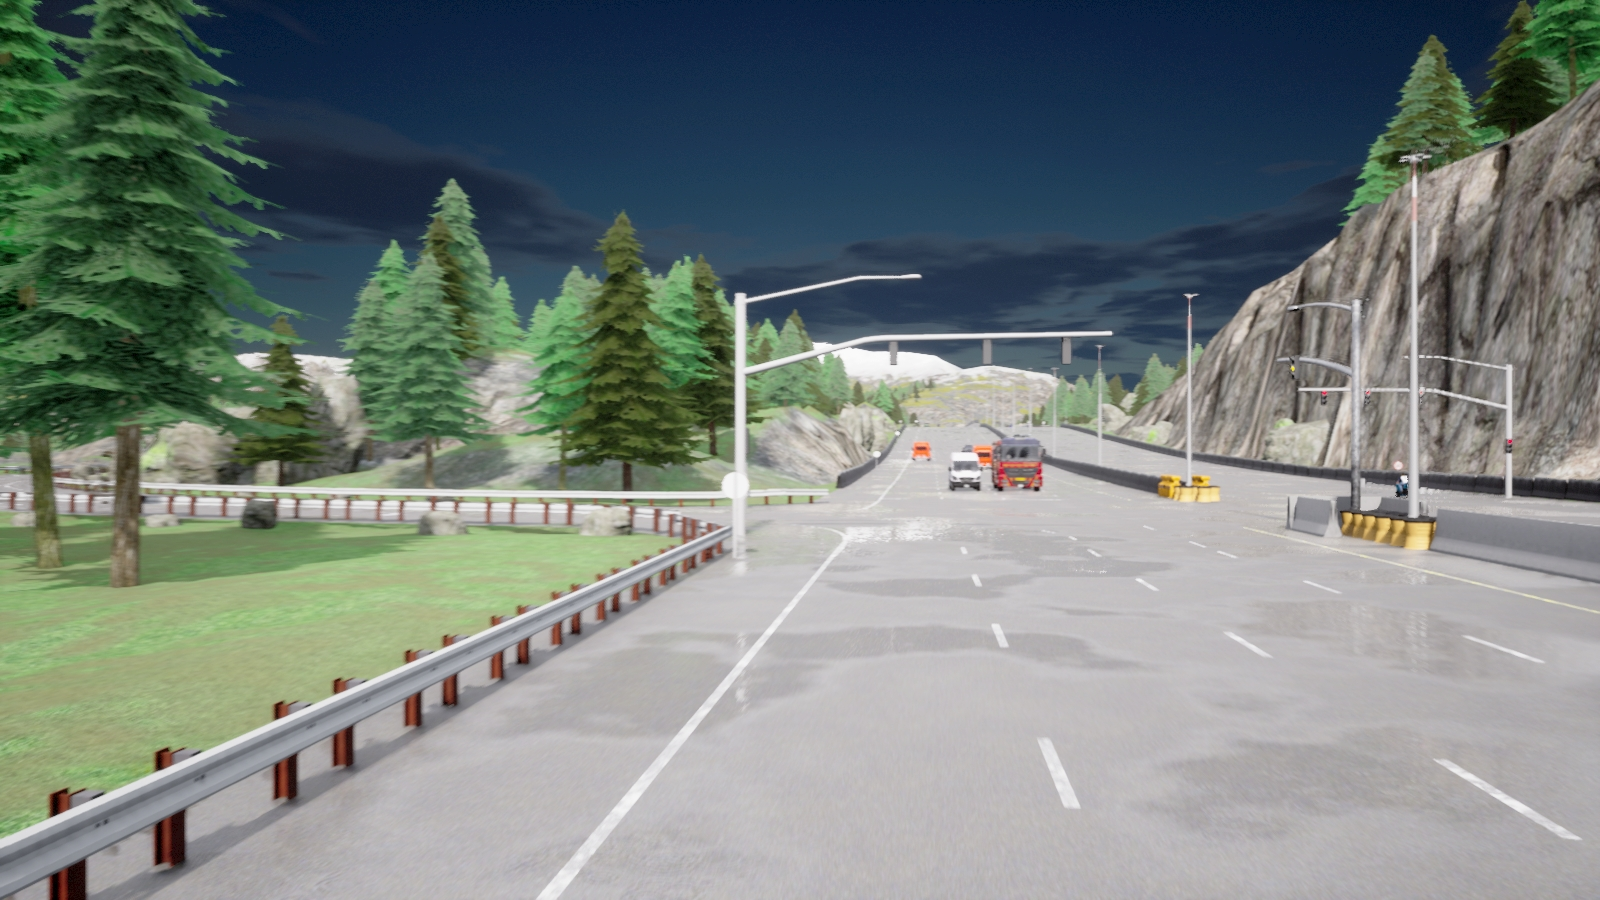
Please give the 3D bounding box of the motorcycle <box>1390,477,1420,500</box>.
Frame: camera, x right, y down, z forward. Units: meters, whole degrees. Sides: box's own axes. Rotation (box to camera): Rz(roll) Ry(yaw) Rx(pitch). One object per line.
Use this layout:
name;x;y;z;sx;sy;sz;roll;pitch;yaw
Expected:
motorcycle;34.755;2.219;65.689;0.803;1.217;2.033;-1;0;6
